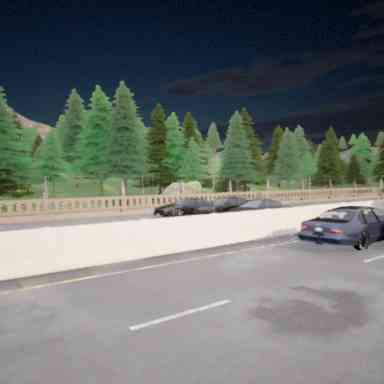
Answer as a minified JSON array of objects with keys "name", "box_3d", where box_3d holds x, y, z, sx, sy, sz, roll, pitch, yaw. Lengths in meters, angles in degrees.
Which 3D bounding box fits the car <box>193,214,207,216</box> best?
[{"name":"car","box_3d":[2.367,1.082,22.870,5.008,1.535,1.882,-2,1,-35]}]

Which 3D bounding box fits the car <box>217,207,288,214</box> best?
[{"name":"car","box_3d":[3.936,1.145,19.690,4.674,1.442,1.812,-2,1,-35]}]

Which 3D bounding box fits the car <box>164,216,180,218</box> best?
[{"name":"car","box_3d":[-0.263,1.171,25.295,5.357,1.411,2.033,-2,1,-35]}]

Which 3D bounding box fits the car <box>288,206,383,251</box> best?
[{"name":"car","box_3d":[6.242,1.227,12.493,5.357,1.411,2.033,-2,1,-35]}]
